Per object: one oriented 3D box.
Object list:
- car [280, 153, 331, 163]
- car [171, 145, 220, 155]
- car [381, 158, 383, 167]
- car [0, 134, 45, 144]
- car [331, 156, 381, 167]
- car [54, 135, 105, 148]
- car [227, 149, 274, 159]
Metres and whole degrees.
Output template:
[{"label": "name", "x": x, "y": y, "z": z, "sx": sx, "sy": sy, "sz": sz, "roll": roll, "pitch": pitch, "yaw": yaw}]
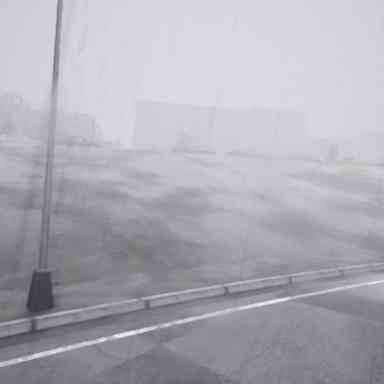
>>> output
[{"label": "car", "x": 11.290, "y": -3.213, "z": 34.273, "sx": 4.674, "sy": 1.452, "sz": 2.002, "roll": 3, "pitch": -2, "yaw": -8}, {"label": "car", "x": 0.339, "y": -3.820, "z": 32.790, "sx": 4.892, "sy": 1.521, "sz": 2.231, "roll": 3, "pitch": -2, "yaw": -7}, {"label": "car", "x": 22.182, "y": -2.771, "z": 36.215, "sx": 4.553, "sy": 1.767, "sz": 2.185, "roll": 3, "pitch": -2, "yaw": -11}, {"label": "car", "x": -15.954, "y": -4.553, "z": 30.763, "sx": 4.674, "sy": 1.452, "sz": 2.002, "roll": 3, "pitch": -2, "yaw": -7}, {"label": "car", "x": 16.756, "y": -2.950, "z": 35.186, "sx": 5.008, "sy": 1.535, "sz": 2.097, "roll": 3, "pitch": -2, "yaw": -9}, {"label": "car", "x": -10.501, "y": -4.462, "z": 31.445, "sx": 4.553, "sy": 1.767, "sz": 2.185, "roll": 3, "pitch": -2, "yaw": -7}, {"label": "car", "x": 5.809, "y": -3.548, "z": 33.479, "sx": 4.892, "sy": 1.521, "sz": 2.231, "roll": 3, "pitch": -2, "yaw": -7}]
